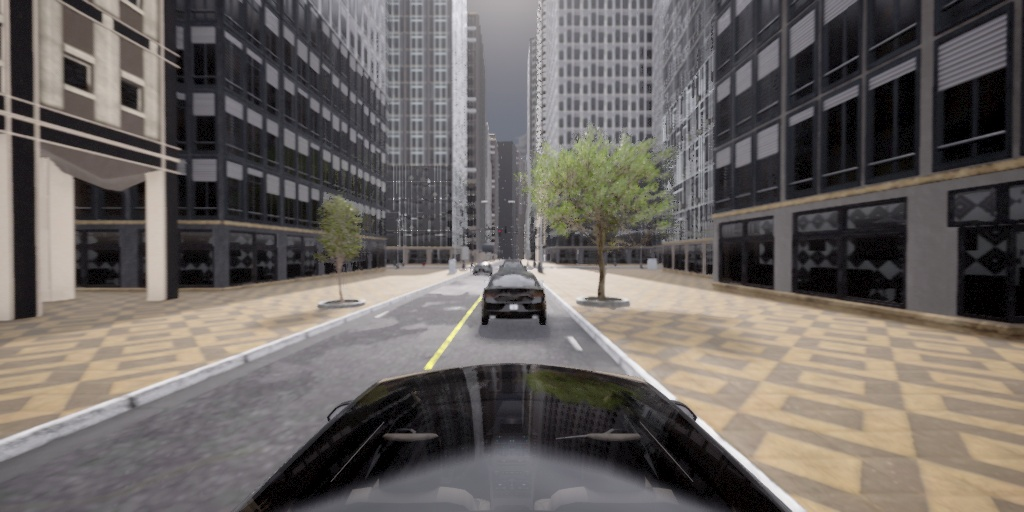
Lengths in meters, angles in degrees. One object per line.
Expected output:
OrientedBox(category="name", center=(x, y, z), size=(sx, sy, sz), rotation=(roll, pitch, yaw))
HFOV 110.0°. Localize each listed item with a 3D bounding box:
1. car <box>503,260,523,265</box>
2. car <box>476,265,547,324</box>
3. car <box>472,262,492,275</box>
OrientedBox(category="car", center=(0.071, 1.094, 27.411), size=(2.097, 1.767, 4.553), rotation=(0, 0, 0))
OrientedBox(category="car", center=(0.067, 1.223, 11.970), size=(1.882, 1.535, 5.008), rotation=(0, -1, 0))
OrientedBox(category="car", center=(-3.070, 1.309, 38.513), size=(1.994, 1.385, 4.181), rotation=(0, 0, 0))
